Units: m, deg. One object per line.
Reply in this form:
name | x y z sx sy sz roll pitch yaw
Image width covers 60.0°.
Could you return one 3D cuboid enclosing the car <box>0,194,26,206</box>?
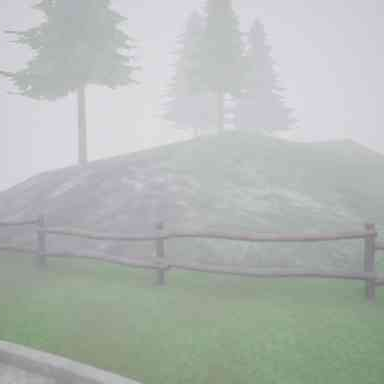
car | -20.160 0.926 34.785 1.895 1.301 4.718 0 2 13
